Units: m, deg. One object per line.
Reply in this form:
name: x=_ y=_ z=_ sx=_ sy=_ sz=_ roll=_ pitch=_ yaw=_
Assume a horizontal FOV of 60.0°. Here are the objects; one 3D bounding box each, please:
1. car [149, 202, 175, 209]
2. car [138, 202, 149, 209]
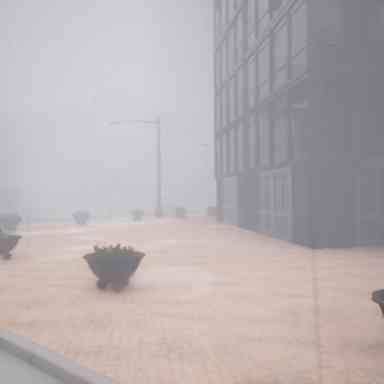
car: x=-5.209 y=2.552 z=61.545 sx=1.895 sy=1.301 sz=4.718 roll=-1 pitch=-1 yaw=35
car: x=-8.073 y=2.584 z=63.556 sx=1.895 sy=1.301 sz=4.718 roll=-1 pitch=-1 yaw=35
